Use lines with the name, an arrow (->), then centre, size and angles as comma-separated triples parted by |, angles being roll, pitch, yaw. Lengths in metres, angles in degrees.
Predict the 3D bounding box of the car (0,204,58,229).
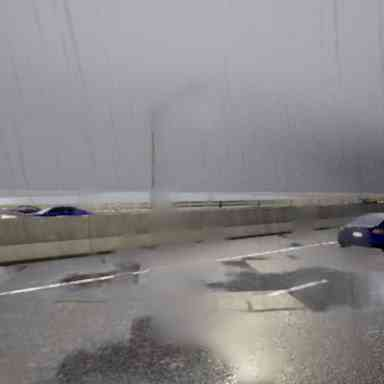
car -> -11.207, 1.559, 21.781 | 4.181, 1.385, 1.994 | 0, 0, -35

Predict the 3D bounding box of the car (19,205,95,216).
car -> -8.086, 1.520, 19.707 | 4.674, 1.442, 1.812 | 0, 0, -35

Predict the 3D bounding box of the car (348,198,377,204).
car -> 23.853, 1.498, 46.256 | 5.357, 1.411, 2.033 | 0, 0, -34

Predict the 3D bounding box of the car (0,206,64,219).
car -> -8.891, 1.545, 14.843 | 5.357, 1.411, 2.033 | 0, 0, -35

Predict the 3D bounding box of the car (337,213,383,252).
car -> 7.818, 1.549, 13.564 | 4.181, 1.385, 1.994 | 0, 0, -35

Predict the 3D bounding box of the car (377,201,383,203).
car -> 27.215, 1.425, 44.325 | 5.008, 1.535, 1.882 | 0, 0, -34
